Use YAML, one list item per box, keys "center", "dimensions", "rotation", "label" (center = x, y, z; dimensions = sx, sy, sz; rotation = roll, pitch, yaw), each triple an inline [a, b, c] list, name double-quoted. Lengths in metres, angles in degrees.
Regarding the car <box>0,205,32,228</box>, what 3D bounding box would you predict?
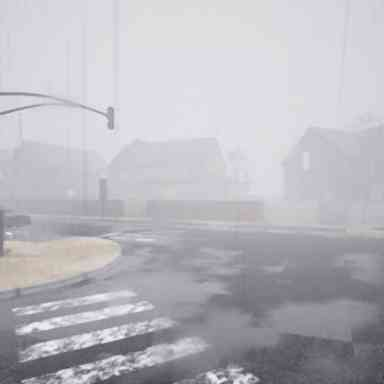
- center: [-12.487, 1.504, 20.569]
  dimensions: [5.357, 1.411, 2.033]
  rotation: [0, 0, 25]
  label: "car"
